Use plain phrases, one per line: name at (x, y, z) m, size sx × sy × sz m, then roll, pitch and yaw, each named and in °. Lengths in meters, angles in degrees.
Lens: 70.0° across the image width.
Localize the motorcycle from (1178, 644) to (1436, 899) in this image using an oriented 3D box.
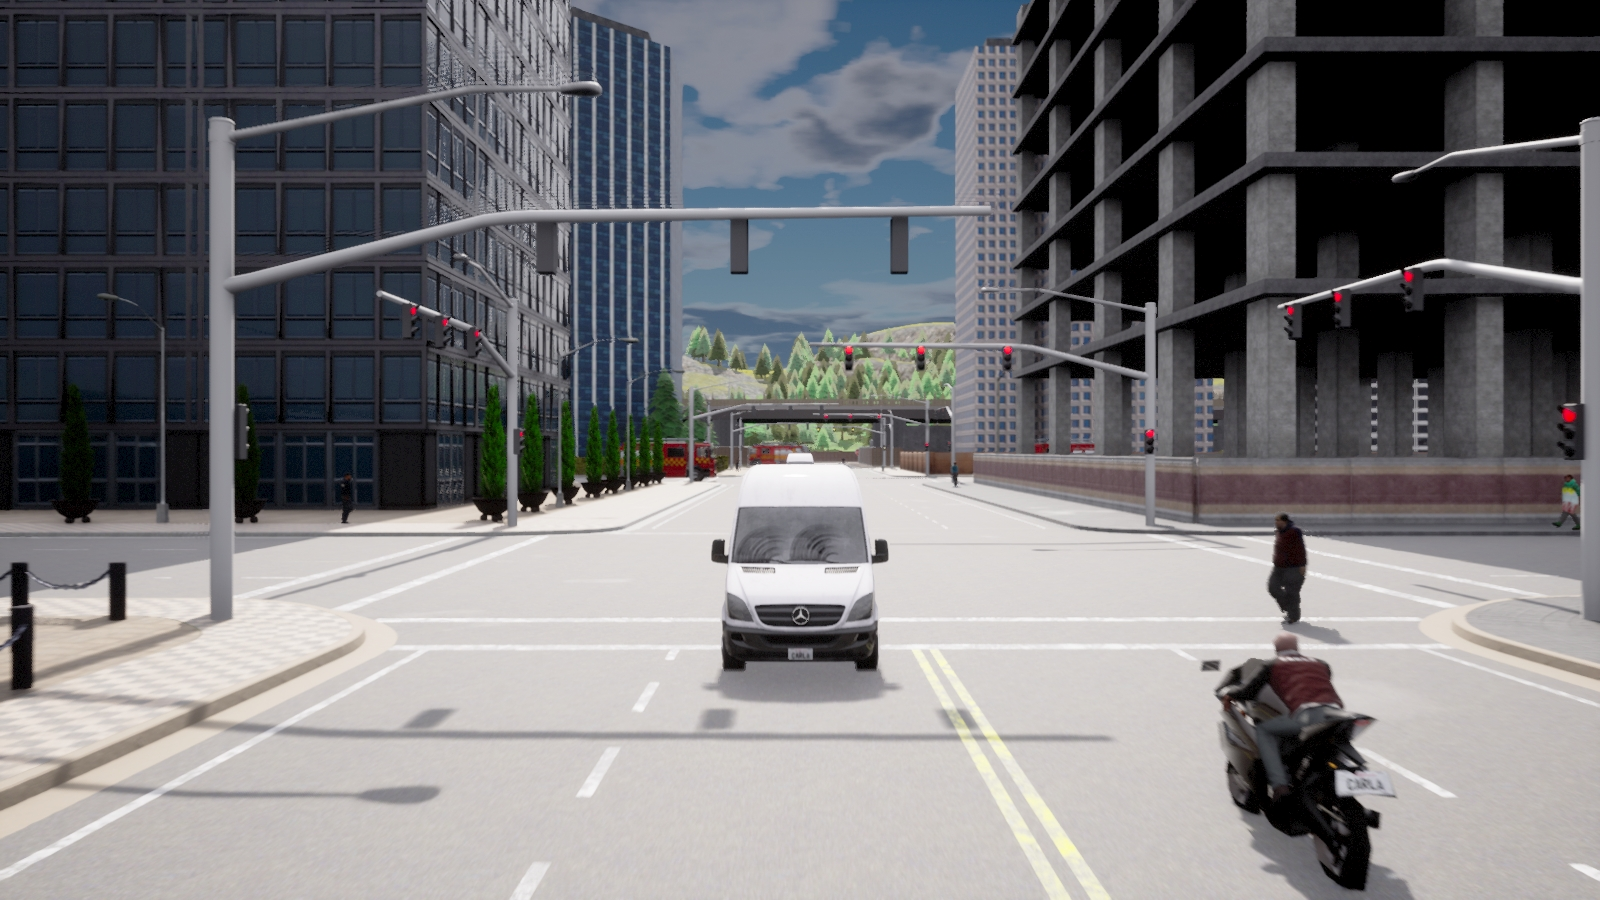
motorcycle at (3.501, 2.203, 8.172) m, size 0.867 × 1.251 × 2.209 m, roll 0°, pitch 0°, yaw 0°

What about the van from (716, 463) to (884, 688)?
van at (-0.002, 1.524, 16.469) m, size 1.988 × 2.561 × 5.915 m, roll 0°, pitch 0°, yaw 0°

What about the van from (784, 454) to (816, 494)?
van at (0.002, 1.522, 75.151) m, size 1.988 × 2.561 × 5.915 m, roll 0°, pitch 0°, yaw 0°

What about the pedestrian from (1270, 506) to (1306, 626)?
pedestrian at (7.727, 1.831, 18.095) m, size 0.375 × 1.860 × 0.375 m, roll 0°, pitch 0°, yaw -7°

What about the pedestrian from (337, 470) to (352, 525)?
pedestrian at (-15.617, 1.635, 39.200) m, size 0.375 × 1.860 × 0.375 m, roll 0°, pitch 0°, yaw -4°

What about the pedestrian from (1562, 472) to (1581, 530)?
pedestrian at (24.935, 1.635, 36.936) m, size 0.375 × 1.860 × 0.375 m, roll 0°, pitch 0°, yaw -2°
